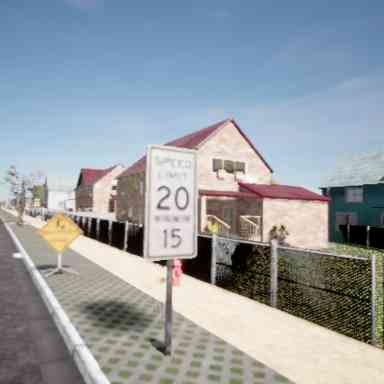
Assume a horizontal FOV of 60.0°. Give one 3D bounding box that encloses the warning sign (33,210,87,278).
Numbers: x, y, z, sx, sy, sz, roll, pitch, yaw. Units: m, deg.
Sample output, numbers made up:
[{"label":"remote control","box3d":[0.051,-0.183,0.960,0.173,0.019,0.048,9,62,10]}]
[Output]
[{"label":"warning sign","box3d":[-3.964,1.487,9.981,1.300,1.860,1.060,2,-4,-31]}]
